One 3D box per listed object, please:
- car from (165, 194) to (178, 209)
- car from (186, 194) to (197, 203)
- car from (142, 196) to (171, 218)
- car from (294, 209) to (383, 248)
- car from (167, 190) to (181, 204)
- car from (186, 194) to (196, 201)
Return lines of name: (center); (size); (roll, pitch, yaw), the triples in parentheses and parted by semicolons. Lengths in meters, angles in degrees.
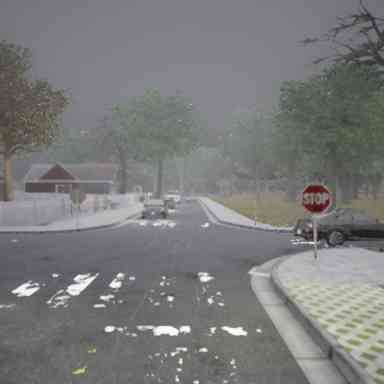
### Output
car: (-2.955, 1.242, 37.803); (1.994, 1.385, 4.181); (0, 0, 0)
car: (-0.116, 1.162, 58.828); (1.895, 1.301, 4.718); (0, 0, 0)
car: (-2.911, 1.280, 26.863); (1.812, 1.442, 4.674); (0, 0, -1)
car: (6.592, 1.456, 13.798); (4.674, 1.442, 1.812); (1, -2, -10)
car: (-2.943, 0.809, 52.217); (2.150, 2.045, 5.566); (0, 2, 3)
car: (-0.198, 1.079, 68.893); (1.994, 1.385, 4.181); (0, 0, 0)
